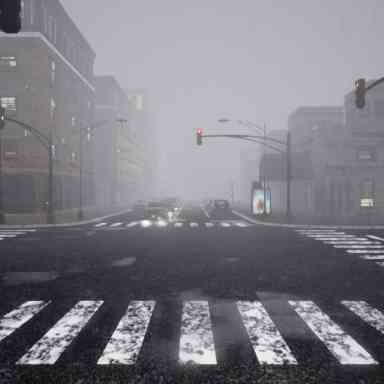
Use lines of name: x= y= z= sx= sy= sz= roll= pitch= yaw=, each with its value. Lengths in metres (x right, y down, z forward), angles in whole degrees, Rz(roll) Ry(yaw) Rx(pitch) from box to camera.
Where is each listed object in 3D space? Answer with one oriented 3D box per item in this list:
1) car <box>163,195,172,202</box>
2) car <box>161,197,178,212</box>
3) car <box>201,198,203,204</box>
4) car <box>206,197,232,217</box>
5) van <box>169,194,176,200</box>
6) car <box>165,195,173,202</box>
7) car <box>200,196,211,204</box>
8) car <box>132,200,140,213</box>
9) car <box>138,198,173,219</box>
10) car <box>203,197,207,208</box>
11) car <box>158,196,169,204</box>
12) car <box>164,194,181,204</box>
car: x=-5.652 y=1.497 z=77.405 sx=1.967 sy=1.590 sz=4.097 roll=0 pitch=0 yaw=0
car: x=-3.080 y=1.576 z=39.280 sx=1.994 sy=1.385 sz=4.181 roll=0 pitch=0 yaw=-1
car: x=2.714 y=1.571 z=48.930 sx=2.008 sy=1.369 sz=4.403 roll=0 pitch=0 yaw=0
car: x=2.703 y=1.446 z=31.839 sx=1.967 sy=1.590 sz=4.097 roll=0 pitch=0 yaw=0
van: x=-5.642 y=1.430 z=94.496 sx=1.690 sy=1.788 sz=3.998 roll=-1 pitch=0 yaw=0
car: x=-5.647 y=1.592 z=82.932 sx=1.752 sy=1.417 sz=4.829 roll=-1 pitch=0 yaw=0
car: x=2.724 y=1.591 z=66.020 sx=2.008 sy=1.369 sz=4.403 roll=-1 pitch=0 yaw=0
car: x=-5.674 y=1.561 z=37.529 sx=2.008 sy=1.369 sz=4.403 roll=0 pitch=0 yaw=0
car: x=-3.084 y=1.552 z=29.275 sx=2.033 sy=1.411 sz=5.357 roll=0 pitch=0 yaw=0
car: x=2.710 y=1.597 z=43.233 sx=1.802 sy=1.307 sz=4.206 roll=0 pitch=0 yaw=0
car: x=-5.657 y=1.565 z=65.843 sx=1.752 sy=1.417 sz=4.829 roll=0 pitch=0 yaw=0
car: x=-3.062 y=1.525 z=49.682 sx=1.837 sy=1.490 sz=4.892 roll=0 pitch=0 yaw=0
